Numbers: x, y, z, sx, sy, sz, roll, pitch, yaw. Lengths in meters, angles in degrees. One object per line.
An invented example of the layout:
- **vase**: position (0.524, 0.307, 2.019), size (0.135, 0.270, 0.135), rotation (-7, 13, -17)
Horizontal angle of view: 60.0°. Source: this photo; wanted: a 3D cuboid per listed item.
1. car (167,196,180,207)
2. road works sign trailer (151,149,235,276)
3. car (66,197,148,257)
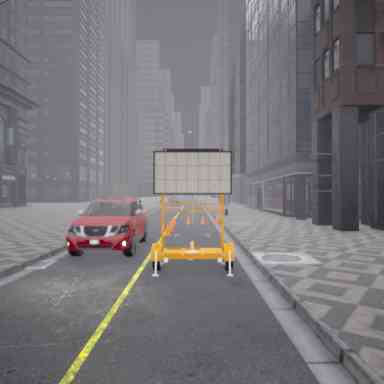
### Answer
- **car**: position (-3.028, 1.466, 55.298), size (2.097, 1.767, 4.553), rotation (0, 0, 0)
- **road works sign trailer**: position (0.022, 0.472, 10.307), size (2.380, 3.560, 2.880), rotation (0, 0, 0)
- **car**: position (-3.087, 1.233, 13.287), size (2.150, 2.045, 5.566), rotation (0, 0, 0)
